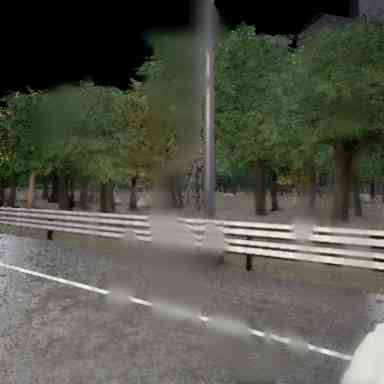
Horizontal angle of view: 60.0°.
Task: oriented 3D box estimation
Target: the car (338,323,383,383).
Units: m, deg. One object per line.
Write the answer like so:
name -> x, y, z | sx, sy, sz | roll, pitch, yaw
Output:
car -> 3.270, 1.607, 1.660 | 4.718, 1.301, 1.895 | 0, 0, 35
